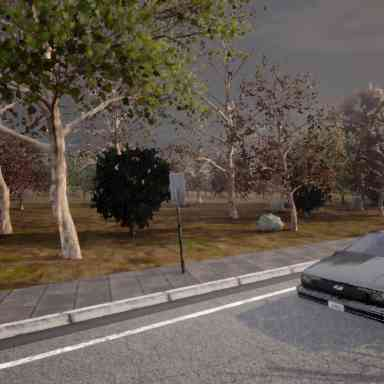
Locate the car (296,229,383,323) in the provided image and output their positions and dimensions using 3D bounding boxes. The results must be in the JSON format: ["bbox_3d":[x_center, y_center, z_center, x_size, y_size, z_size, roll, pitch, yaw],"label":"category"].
[{"bbox_3d":[4.597,1.533,7.151,5.357,1.411,2.033,0,0,-35],"label":"car"}]
